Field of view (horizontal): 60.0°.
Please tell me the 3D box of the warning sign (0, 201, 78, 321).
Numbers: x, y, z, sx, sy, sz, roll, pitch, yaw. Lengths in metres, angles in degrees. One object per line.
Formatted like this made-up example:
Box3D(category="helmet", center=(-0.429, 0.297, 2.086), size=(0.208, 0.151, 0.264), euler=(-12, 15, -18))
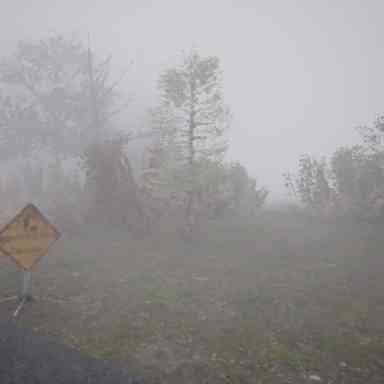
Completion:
Box3D(category="warning sign", center=(-3.011, 1.117, 6.097), size=(1.060, 1.860, 1.300), euler=(1, 0, 35))
